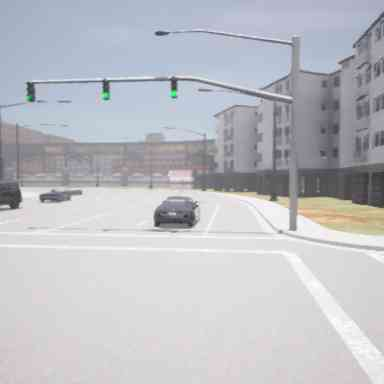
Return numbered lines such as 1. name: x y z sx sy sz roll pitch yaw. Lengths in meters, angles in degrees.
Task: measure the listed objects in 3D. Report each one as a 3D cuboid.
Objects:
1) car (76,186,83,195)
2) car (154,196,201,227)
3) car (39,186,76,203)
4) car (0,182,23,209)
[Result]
1. car: -16.707 -0.218 47.632 1.895 1.301 4.718 -1 2 -23
2. car: -0.662 0.917 17.458 1.994 1.385 4.181 0 2 7
3. car: -13.636 0.317 33.499 1.895 1.301 4.718 0 2 -3
4. car: -14.264 0.314 23.289 2.150 2.045 5.566 0 2 7
